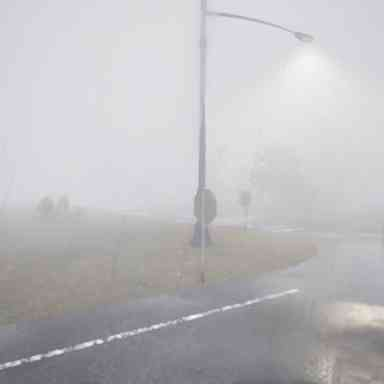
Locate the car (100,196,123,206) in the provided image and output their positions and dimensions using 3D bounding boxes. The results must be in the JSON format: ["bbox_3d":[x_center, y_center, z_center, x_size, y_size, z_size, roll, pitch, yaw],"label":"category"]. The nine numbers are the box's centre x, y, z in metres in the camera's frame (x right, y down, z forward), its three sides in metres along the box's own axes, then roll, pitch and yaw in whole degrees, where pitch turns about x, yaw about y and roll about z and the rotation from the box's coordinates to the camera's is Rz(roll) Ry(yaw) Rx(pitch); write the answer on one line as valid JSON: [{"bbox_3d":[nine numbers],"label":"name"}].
[{"bbox_3d":[-13.315,1.392,55.977,2.097,1.767,4.553,1,0,-33],"label":"car"}]

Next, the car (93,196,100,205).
[{"bbox_3d":[-16.541,1.522,60.717,2.128,1.511,4.902,1,0,-34],"label":"car"}]
